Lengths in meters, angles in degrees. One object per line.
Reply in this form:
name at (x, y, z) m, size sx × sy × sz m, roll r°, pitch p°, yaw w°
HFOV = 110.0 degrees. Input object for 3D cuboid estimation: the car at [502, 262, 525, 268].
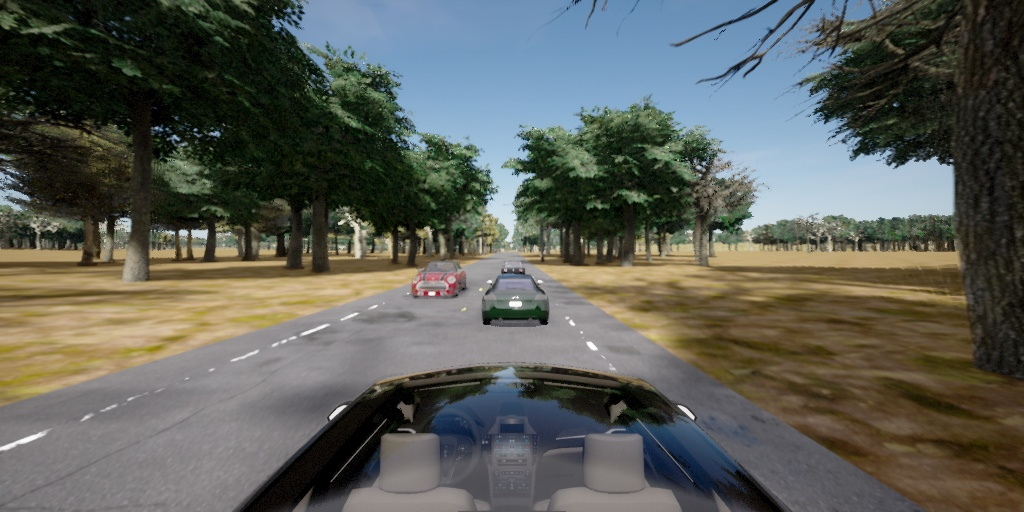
car at (0.097, 1.109, 29.728) m, size 1.895 × 1.301 × 4.718 m, roll 0°, pitch 1°, yaw 0°

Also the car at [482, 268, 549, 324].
car at (0.099, 1.269, 11.824) m, size 1.994 × 1.385 × 4.181 m, roll 0°, pitch 0°, yaw 0°

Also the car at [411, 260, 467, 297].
car at (-3.501, 1.034, 17.909) m, size 2.097 × 1.767 × 4.553 m, roll 0°, pitch 1°, yaw 0°
